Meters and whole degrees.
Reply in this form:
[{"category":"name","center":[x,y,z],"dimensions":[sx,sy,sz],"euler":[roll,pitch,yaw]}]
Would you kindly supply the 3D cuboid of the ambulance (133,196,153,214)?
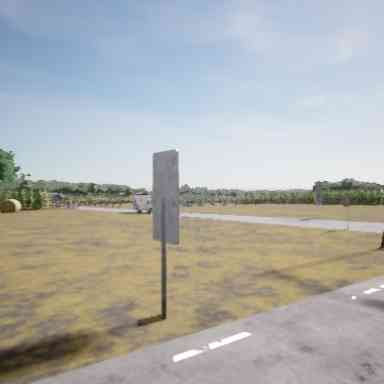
[{"category":"ambulance","center":[-6.066,1.748,47.063],"dimensions":[2.351,2.431,6.366],"euler":[0,-1,-35]}]
